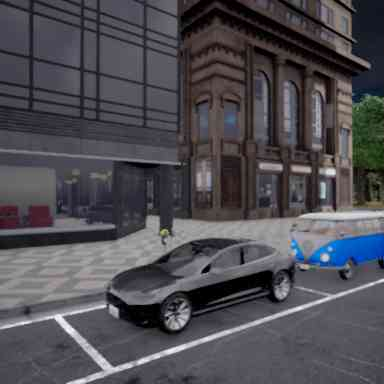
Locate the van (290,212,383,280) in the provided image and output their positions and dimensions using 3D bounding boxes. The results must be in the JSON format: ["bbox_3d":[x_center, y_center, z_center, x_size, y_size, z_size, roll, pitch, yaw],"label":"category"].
[{"bbox_3d":[4.733,1.521,10.301,3.998,1.788,1.690,1,-1,-37],"label":"van"}]

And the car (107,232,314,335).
[{"bbox_3d":[0.405,1.686,7.005,4.313,1.339,1.947,1,-1,-37],"label":"car"}]
